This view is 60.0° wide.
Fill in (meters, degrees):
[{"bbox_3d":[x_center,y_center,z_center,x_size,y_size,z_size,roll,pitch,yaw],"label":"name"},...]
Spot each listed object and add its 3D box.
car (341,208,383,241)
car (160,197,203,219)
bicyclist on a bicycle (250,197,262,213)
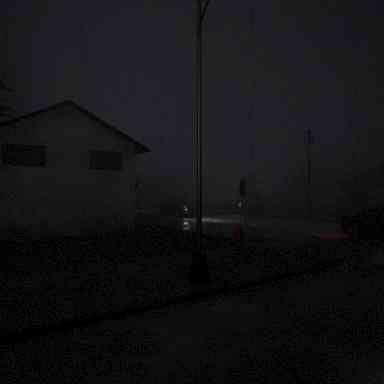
[{"bbox_3d":[8.718,1.477,14.133,1.882,1.535,5.008,1,0,-20],"label":"car"},{"bbox_3d":[-0.988,1.352,29.719,2.097,1.767,4.553,0,0,-36],"label":"car"},{"bbox_3d":[6.488,1.348,33.700,1.656,1.620,0.582,0,0,-36],"label":"bicyclist on a bicycle"}]
